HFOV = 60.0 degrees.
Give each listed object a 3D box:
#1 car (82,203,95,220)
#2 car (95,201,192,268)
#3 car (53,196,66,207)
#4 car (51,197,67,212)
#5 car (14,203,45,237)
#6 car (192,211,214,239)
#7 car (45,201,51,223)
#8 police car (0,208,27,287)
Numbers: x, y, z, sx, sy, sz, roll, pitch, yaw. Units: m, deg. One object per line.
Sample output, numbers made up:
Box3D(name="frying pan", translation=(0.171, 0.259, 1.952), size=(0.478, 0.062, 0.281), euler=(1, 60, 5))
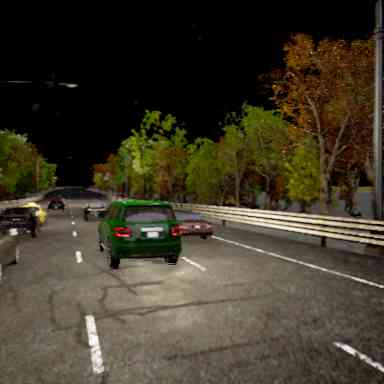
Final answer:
Box3D(name="car", translation=(-8.719, 1.687, 29.822), size=(2.128, 1.511, 4.902), euler=(1, -1, -20))
Box3D(name="car", translation=(-2.051, 1.314, 11.912), size=(2.150, 2.045, 5.566), euler=(1, -1, -20))
Box3D(name="car", translation=(-23.583, 1.607, 59.456), size=(2.097, 1.767, 4.553), euler=(1, 0, -20))
Box3D(name="car", translation=(-17.179, 1.708, 42.238), size=(1.882, 1.535, 5.008), euler=(1, 0, -20))
Box3D(name="car", translation=(-9.327, 1.587, 18.124), size=(1.837, 1.490, 4.892), euler=(1, -1, -20))
Box3D(name="car", translation=(-0.599, 1.710, 18.039), size=(2.033, 1.411, 5.357), euler=(1, -1, -20))
Box3D(name="car", translation=(-11.486, 1.571, 23.928), size=(1.801, 1.575, 5.366), euler=(1, -1, -20))
Box3D(name="police car", translation=(-5.876, 1.454, 8.853), size=(1.930, 1.638, 5.238), euler=(1, -1, -20))
